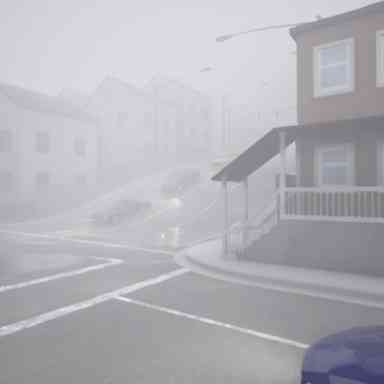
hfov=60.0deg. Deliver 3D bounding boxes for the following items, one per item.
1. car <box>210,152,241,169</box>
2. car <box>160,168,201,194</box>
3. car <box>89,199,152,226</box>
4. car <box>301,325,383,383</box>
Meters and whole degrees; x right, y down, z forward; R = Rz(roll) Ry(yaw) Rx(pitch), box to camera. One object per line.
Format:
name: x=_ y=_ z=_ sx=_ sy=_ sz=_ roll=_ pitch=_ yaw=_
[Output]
car: x=3.762 y=-3.619 z=36.905 sx=1.882 sy=1.535 sz=5.008 roll=0 pitch=13 yaw=35
car: x=-1.013 y=-1.157 z=29.961 sx=1.837 sy=1.490 sz=4.892 roll=0 pitch=20 yaw=34
car: x=-5.084 y=1.366 z=23.981 sx=1.895 sy=1.301 sz=4.718 roll=-1 pitch=11 yaw=34
car: x=2.988 y=1.517 z=1.837 sx=4.674 sy=1.442 sz=1.812 roll=0 pitch=0 yaw=36
